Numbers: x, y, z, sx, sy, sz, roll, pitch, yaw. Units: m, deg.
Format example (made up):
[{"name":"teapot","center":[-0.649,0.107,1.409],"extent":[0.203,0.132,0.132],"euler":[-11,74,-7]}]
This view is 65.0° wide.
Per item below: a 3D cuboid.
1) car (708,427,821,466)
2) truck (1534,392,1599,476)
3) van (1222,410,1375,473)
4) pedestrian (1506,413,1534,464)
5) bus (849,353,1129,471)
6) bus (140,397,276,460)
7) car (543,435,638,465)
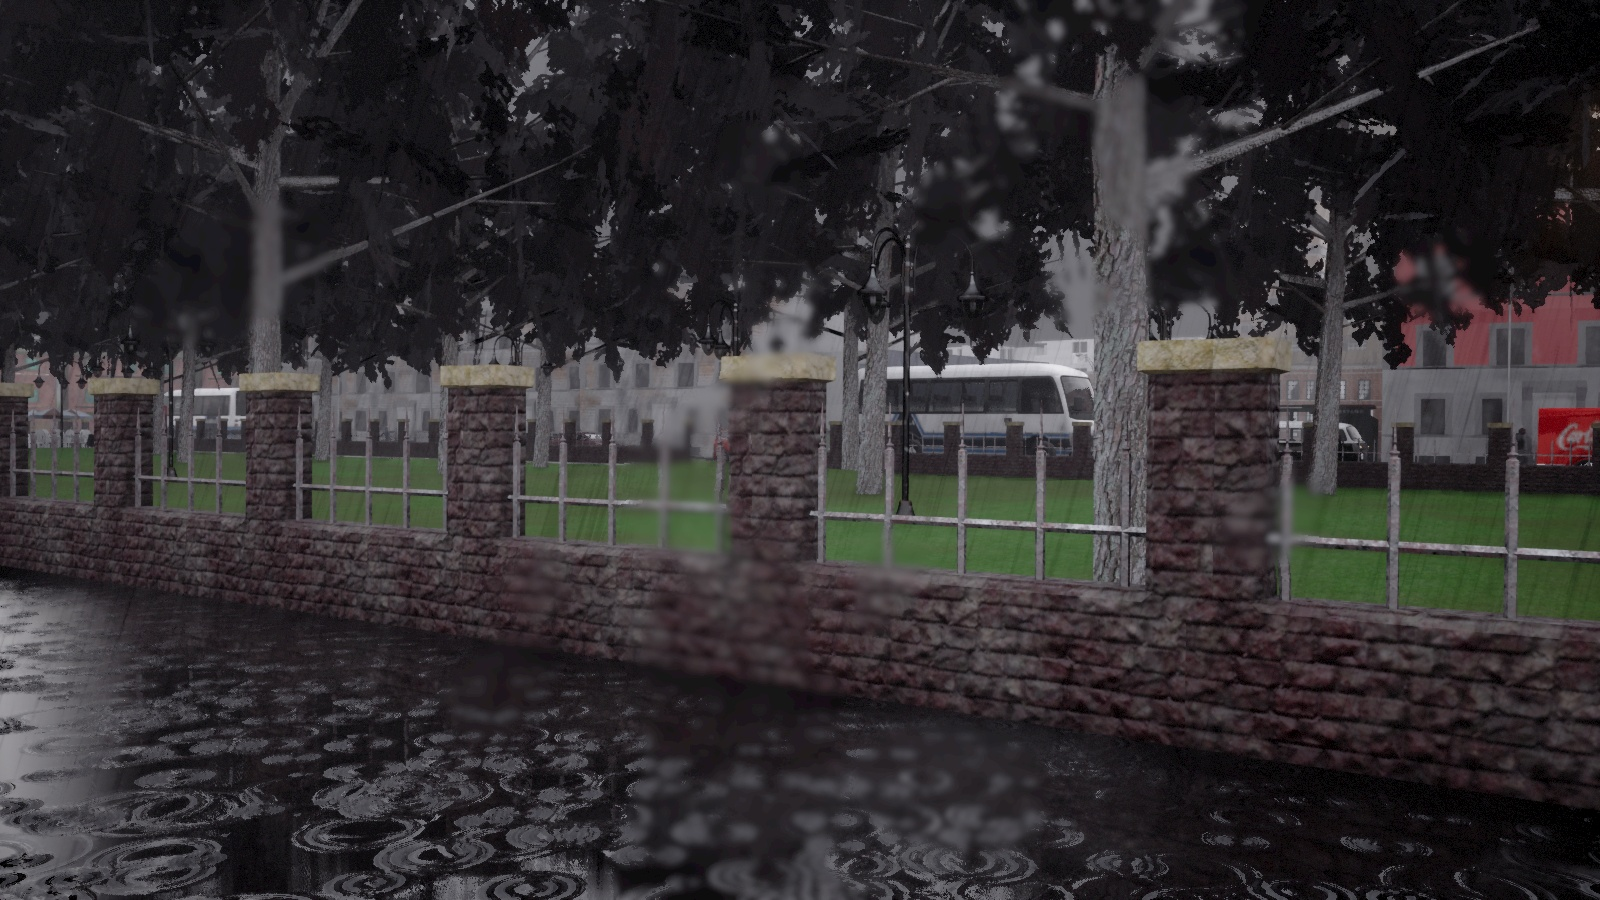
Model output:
[{"name":"car","center":[-1.586,-0.175,56.073],"extent":[4.611,1.667,2.242],"euler":[0,1,36]},{"name":"truck","center":[24.907,-0.489,37.226],"extent":[5.204,2.467,2.627],"euler":[0,1,36]},{"name":"van","center":[16.983,-0.284,42.855],"extent":[4.480,2.038,2.069],"euler":[0,1,35]},{"name":"pedestrian","center":[26.821,-0.440,46.767],"extent":[0.849,1.883,0.563],"euler":[0,1,35]},{"name":"bus","center":[7.328,-1.390,49.699],"extent":[10.273,4.253,3.944],"euler":[0,1,35]},{"name":"bus","center":[-42.363,-1.486,89.742],"extent":[10.273,4.253,3.944],"euler":[0,0,33]},{"name":"car","center":[-10.427,0.000,62.360],"extent":[4.674,1.442,1.812],"euler":[0,1,35]}]
